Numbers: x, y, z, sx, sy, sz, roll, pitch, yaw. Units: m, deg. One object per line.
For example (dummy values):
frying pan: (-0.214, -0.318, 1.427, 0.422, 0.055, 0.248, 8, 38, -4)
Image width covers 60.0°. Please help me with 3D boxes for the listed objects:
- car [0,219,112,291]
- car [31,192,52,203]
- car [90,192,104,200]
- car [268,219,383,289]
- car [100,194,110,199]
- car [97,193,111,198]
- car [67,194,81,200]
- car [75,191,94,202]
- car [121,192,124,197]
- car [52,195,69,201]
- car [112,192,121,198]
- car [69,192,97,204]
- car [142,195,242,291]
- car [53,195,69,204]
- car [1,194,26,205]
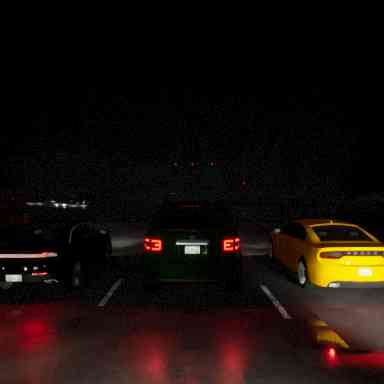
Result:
car: (-3.522, 1.483, 8.987, 2.128, 1.511, 4.902, 0, 0, 0)
car: (-29.037, 0.951, 64.344, 2.150, 2.045, 5.566, 0, 0, -1)
car: (-22.275, 1.006, 78.042, 2.097, 1.767, 4.553, 0, 0, -1)
car: (3.475, 1.468, 9.186, 1.882, 1.535, 5.008, 0, 0, 0)
car: (-22.633, 1.156, 86.635, 1.994, 1.385, 4.181, 0, 0, -4)
car: (-18.589, 1.249, 67.441, 2.033, 1.411, 5.357, 0, 0, -1)
car: (-29.401, 1.148, 82.951, 1.812, 1.442, 4.674, 0, 0, -1)
car: (-22.106, 0.929, 68.369, 2.150, 2.045, 5.566, 0, 0, -1)
car: (-19.091, 1.158, 86.417, 1.994, 1.385, 4.181, 0, 0, -4)
car: (-29.205, 1.267, 74.054, 1.895, 1.301, 4.718, 0, 0, -1)
car: (-18.765, 1.194, 77.490, 2.033, 1.411, 5.357, 0, 0, -1)
car: (-18.484, 0.988, 56.847, 2.150, 2.045, 5.566, 0, 0, -1)
car: (-0.013, 1.212, 9.131, 2.150, 2.045, 5.566, 0, 0, 0)
car: (-21.987, 1.326, 57.652, 1.994, 1.385, 4.181, 0, 0, -1)
car: (-28.930, 1.134, 54.014, 2.097, 1.767, 4.553, 0, 0, -1)
